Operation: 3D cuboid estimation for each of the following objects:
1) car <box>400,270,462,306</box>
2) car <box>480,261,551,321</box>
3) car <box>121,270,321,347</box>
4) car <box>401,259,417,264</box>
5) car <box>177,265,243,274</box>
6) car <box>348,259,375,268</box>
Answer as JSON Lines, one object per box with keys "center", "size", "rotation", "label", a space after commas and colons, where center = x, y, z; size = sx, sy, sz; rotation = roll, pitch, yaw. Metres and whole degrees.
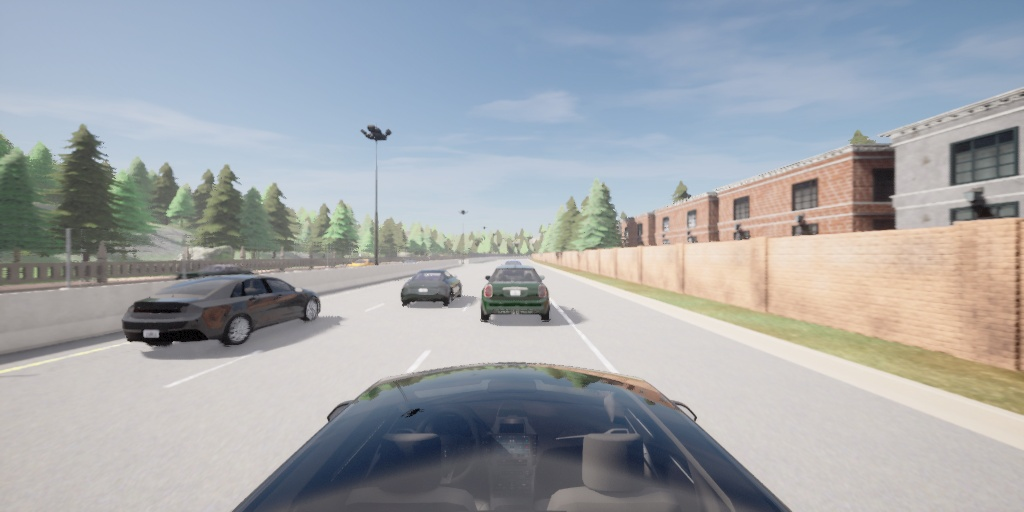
{"center": [-3.402, 1.284, 15.740], "size": [1.994, 1.385, 4.181], "rotation": [0, 0, 0], "label": "car"}
{"center": [0.098, 1.079, 12.463], "size": [2.097, 1.767, 4.553], "rotation": [0, 0, 0], "label": "car"}
{"center": [-6.901, 1.238, 9.282], "size": [1.837, 1.490, 4.892], "rotation": [0, 0, 0], "label": "car"}
{"center": [-14.032, 1.172, 49.267], "size": [1.812, 1.442, 4.674], "rotation": [0, 0, 0], "label": "car"}
{"center": [-21.083, 1.298, 25.599], "size": [1.895, 1.301, 4.718], "rotation": [0, 0, 0], "label": "car"}
{"center": [-17.556, 1.139, 42.419], "size": [1.882, 1.535, 5.008], "rotation": [0, 0, 0], "label": "car"}
